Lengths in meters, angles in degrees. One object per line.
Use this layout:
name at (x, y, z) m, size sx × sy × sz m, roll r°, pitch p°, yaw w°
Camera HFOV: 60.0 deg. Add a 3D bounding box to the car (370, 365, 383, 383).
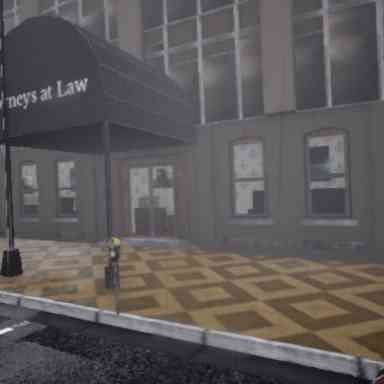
car at (2.934, 1.345, 1.384) m, size 4.097 × 1.590 × 1.967 m, roll -1°, pitch 0°, yaw 27°
